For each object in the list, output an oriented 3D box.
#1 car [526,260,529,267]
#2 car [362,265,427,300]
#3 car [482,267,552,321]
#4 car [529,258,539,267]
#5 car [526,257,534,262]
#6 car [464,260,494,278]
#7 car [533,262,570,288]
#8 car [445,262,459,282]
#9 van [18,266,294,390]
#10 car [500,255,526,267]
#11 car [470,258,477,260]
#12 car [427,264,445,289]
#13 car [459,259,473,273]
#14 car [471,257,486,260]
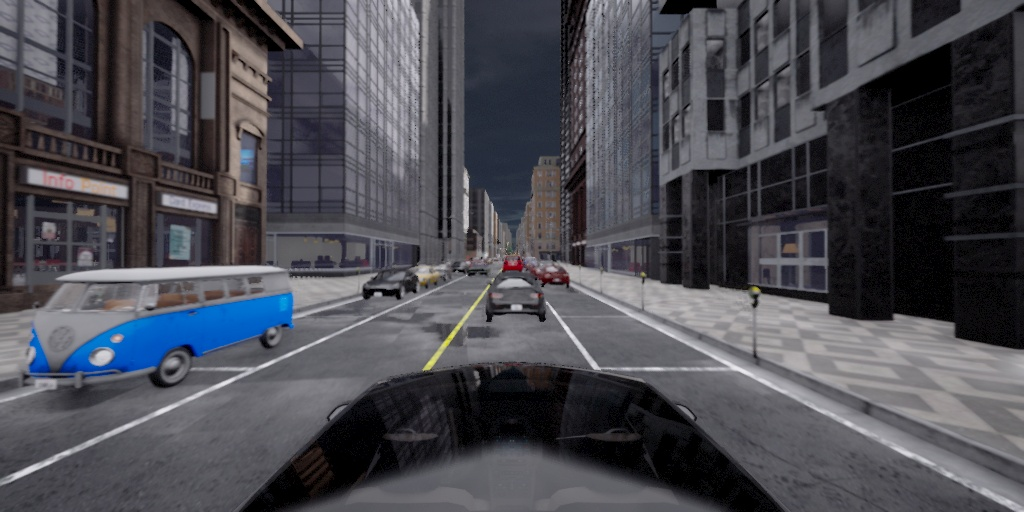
[{"bbox_3d":[2.664,1.278,34.719,1.888,1.381,4.507,0,0,0],"label":"car"},{"bbox_3d":[-5.860,1.307,17.851,1.948,1.339,4.313,0,0,0],"label":"car"},{"bbox_3d":[0.087,1.270,12.277,1.812,1.442,4.674,0,0,-1],"label":"car"},{"bbox_3d":[2.664,1.176,29.095,1.967,1.591,4.097,0,0,0],"label":"car"},{"bbox_3d":[2.662,1.169,45.967,1.967,1.591,4.097,0,0,0],"label":"car"},{"bbox_3d":[-3.062,1.335,34.254,1.895,1.301,4.718,0,0,0],"label":"car"},{"bbox_3d":[2.665,1.284,23.470,1.888,1.381,4.507,0,0,0],"label":"car"},{"bbox_3d":[-5.862,1.287,29.100,2.007,1.370,4.403,0,0,0],"label":"car"},{"bbox_3d":[-5.858,1.088,6.602,1.690,1.789,3.998,0,0,0],"label":"van"},{"bbox_3d":[0.095,0.953,40.209,2.150,2.045,5.566,0,0,0],"label":"car"},{"bbox_3d":[-5.864,1.275,45.974,1.888,1.381,4.507,0,0,0],"label":"car"},{"bbox_3d":[-5.861,1.264,23.306,1.751,1.417,4.829,0,0,0],"label":"car"},{"bbox_3d":[-5.863,1.297,40.349,1.948,1.339,4.313,0,0,0],"label":"car"},{"bbox_3d":[-5.866,1.042,57.222,2.192,1.841,5.009,0,0,0],"label":"car"}]
